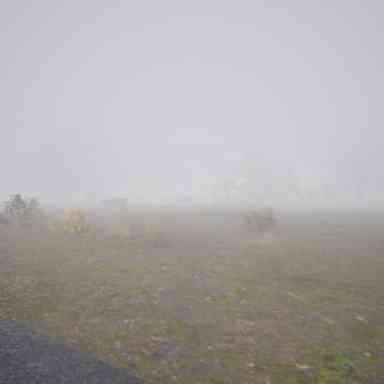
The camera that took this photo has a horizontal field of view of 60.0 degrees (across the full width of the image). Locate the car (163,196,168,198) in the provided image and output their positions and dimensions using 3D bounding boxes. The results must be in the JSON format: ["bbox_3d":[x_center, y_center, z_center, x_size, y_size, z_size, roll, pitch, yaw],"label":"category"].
[{"bbox_3d":[-6.645,1.659,79.085,1.837,1.490,4.892,0,0,34],"label":"car"}]

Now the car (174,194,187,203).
[{"bbox_3d":[-1.933,1.398,74.115,2.150,2.045,5.566,0,0,28],"label":"car"}]

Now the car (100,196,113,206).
[{"bbox_3d":[-13.279,1.471,56.583,2.097,1.767,4.553,0,0,34],"label":"car"}]
